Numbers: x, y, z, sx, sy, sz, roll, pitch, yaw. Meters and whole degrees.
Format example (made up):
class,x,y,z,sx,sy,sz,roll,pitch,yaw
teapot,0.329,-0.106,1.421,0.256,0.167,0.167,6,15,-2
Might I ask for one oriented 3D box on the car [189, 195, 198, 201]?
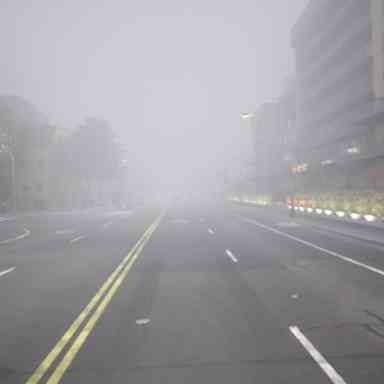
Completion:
class,x,y,z,sx,sy,sz,roll,pitch,yaw
car,0.288,1.356,76.327,2.128,1.511,4.902,-1,0,-2

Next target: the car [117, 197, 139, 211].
class,x,y,z,sx,sy,sz,roll,pitch,yaw
car,-8.955,1.722,45.584,2.128,1.511,4.902,-1,0,-2

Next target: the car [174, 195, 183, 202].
class,x,y,z,sx,sy,sz,roll,pitch,yaw
car,-3.209,1.398,76.171,1.882,1.535,5.008,-1,0,-2

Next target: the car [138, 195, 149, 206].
class,x,y,z,sx,sy,sz,roll,pitch,yaw
car,-9.628,1.775,62.265,1.812,1.442,4.674,-1,0,-2
